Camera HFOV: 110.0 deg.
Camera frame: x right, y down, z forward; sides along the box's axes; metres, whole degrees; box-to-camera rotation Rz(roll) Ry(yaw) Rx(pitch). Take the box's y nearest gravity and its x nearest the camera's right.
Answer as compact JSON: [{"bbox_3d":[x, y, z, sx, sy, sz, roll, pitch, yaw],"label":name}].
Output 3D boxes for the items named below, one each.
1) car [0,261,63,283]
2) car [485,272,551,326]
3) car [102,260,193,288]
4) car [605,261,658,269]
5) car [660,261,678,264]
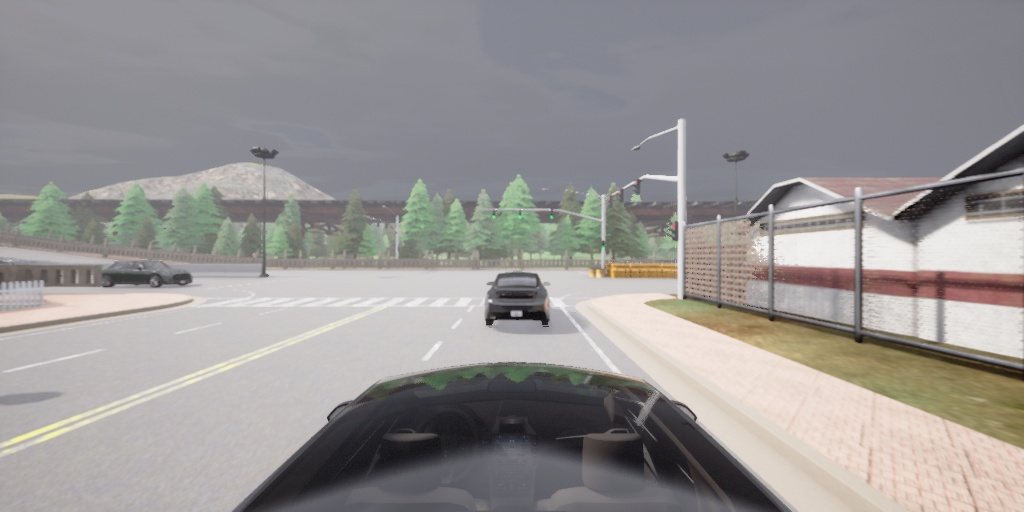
[{"bbox_3d":[-32.824,1.222,23.016,5.357,1.411,2.033,1,0,-1],"label":"car"},{"bbox_3d":[0.201,1.259,11.726,1.837,1.490,4.892,0,0,2],"label":"car"},{"bbox_3d":[-23.377,1.079,23.085,4.553,1.767,2.097,0,0,1],"label":"car"},{"bbox_3d":[12.450,1.380,37.843,4.718,1.301,1.895,0,0,-1],"label":"car"},{"bbox_3d":[17.884,1.335,41.420,5.357,1.411,2.033,0,0,-1],"label":"car"}]
